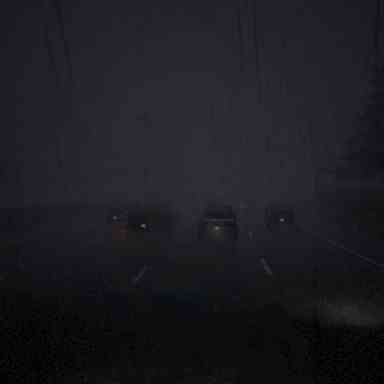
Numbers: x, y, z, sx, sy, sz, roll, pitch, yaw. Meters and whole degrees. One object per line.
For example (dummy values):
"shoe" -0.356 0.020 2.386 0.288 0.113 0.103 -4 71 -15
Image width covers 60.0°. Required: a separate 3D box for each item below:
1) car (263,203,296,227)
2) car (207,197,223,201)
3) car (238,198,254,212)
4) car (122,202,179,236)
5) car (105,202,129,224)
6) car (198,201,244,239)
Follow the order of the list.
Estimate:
"car" 5.789 1.482 22.191 1.812 1.442 4.674 0 0 10
"car" 2.869 1.414 39.554 1.837 1.490 4.892 0 0 17
"car" 5.991 1.445 37.891 1.812 1.442 4.674 0 0 17
"car" -1.947 1.430 18.108 1.882 1.535 5.008 0 0 8
"car" -4.586 1.460 23.699 1.812 1.442 4.674 0 0 10
"car" 1.451 1.453 17.122 2.128 1.511 4.902 0 0 8
